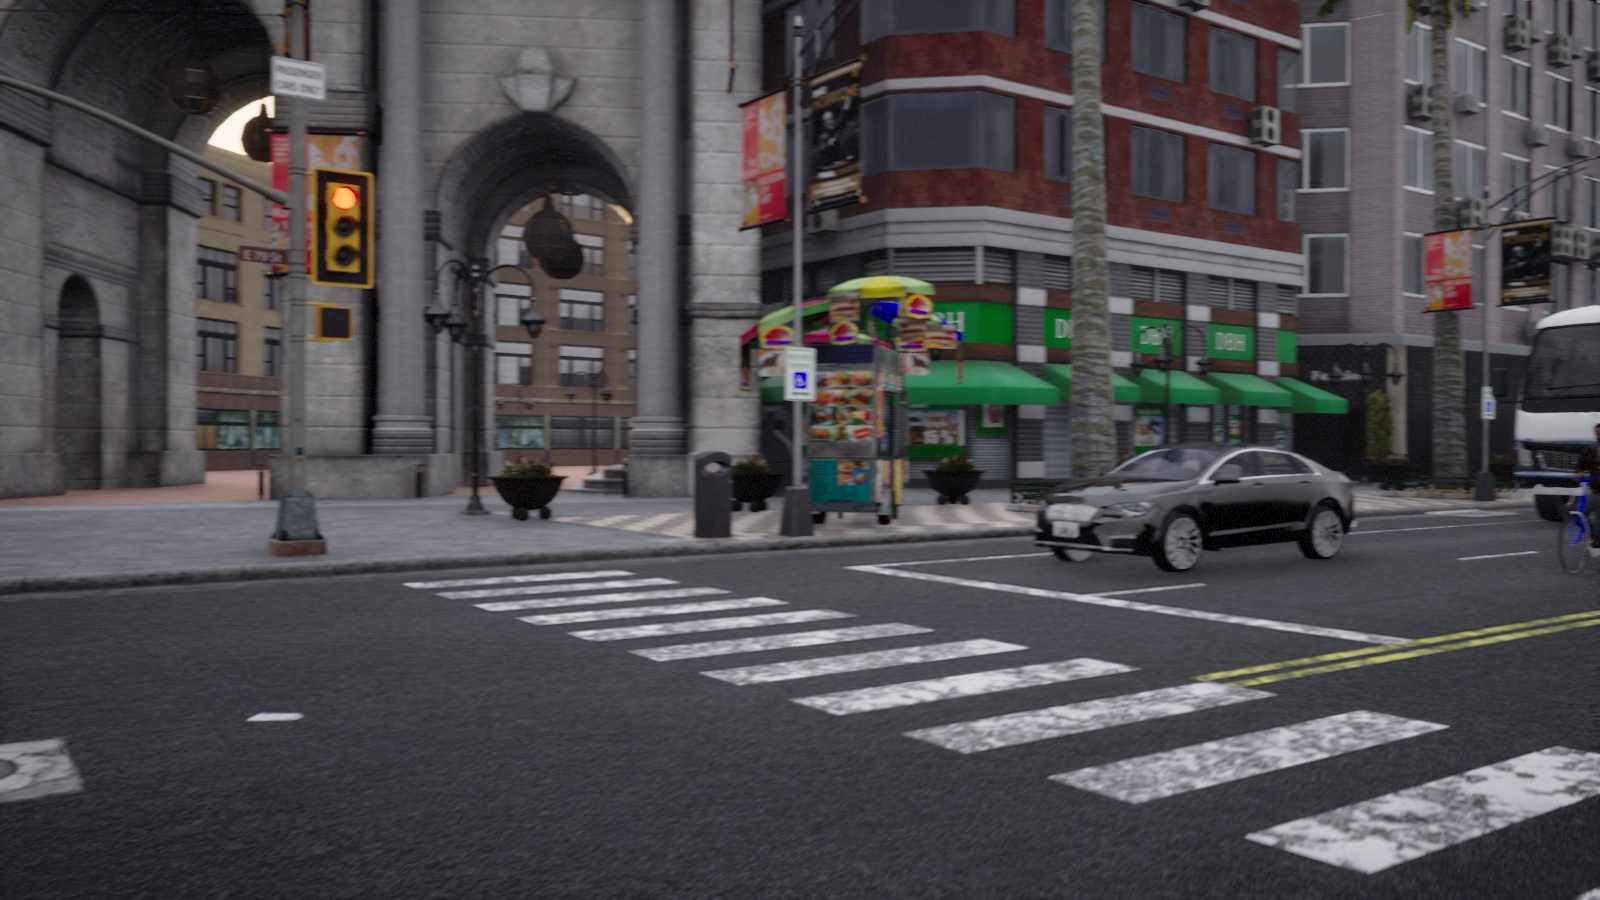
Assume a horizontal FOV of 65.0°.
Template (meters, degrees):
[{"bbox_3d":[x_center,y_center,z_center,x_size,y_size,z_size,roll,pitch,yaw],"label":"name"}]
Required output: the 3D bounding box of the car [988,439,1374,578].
[{"bbox_3d":[4.917,0.633,15.931,4.902,1.511,2.128,0,0,-35],"label":"car"}]

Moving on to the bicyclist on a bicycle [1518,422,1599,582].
[{"bbox_3d":[9.200,0.574,14.711,1.843,1.776,0.659,0,0,-36],"label":"bicyclist on a bicycle"}]

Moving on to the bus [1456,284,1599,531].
[{"bbox_3d":[17.731,-0.694,25.001,10.273,4.253,3.944,1,0,-35],"label":"bus"}]
